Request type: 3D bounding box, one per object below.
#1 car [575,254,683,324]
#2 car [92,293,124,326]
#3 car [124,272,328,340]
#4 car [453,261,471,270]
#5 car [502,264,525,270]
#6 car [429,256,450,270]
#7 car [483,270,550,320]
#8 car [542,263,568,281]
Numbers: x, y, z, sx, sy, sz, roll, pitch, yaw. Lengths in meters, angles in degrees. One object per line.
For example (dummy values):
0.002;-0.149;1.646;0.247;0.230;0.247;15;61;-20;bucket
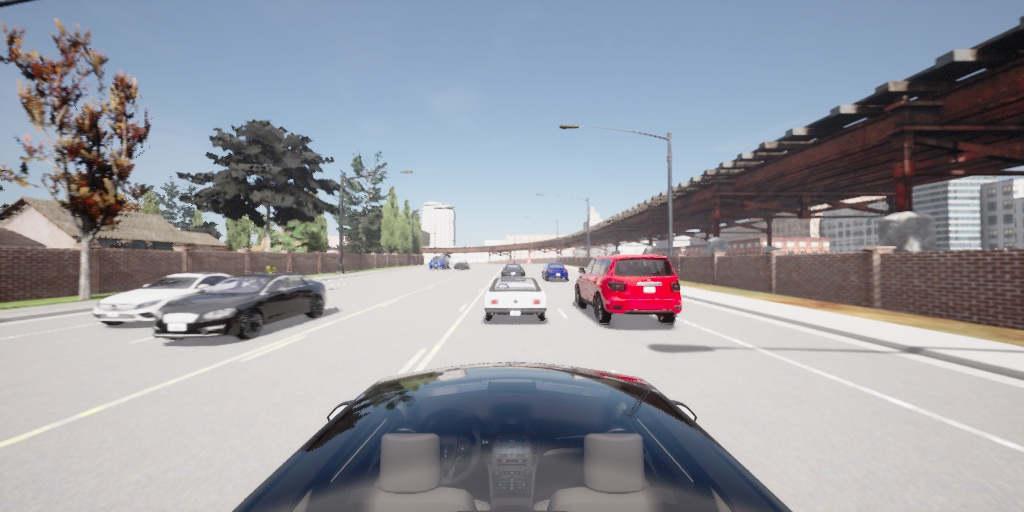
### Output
3.600;0.975;12.070;2.150;2.045;5.566;0;0;0;car
-10.601;1.281;11.851;1.812;1.442;4.674;0;0;0;car
-7.101;1.245;10.052;2.128;1.511;4.902;0;0;0;car
-7.072;1.336;51.133;1.994;1.385;4.181;0;0;0;car
0.101;1.326;29.781;1.994;1.385;4.181;0;0;0;car
-10.571;0.994;52.428;2.150;2.045;5.566;0;0;0;car
0.102;1.356;12.548;1.895;1.301;4.718;0;0;0;car
3.601;1.288;30.297;1.812;1.442;4.674;0;0;0;car
